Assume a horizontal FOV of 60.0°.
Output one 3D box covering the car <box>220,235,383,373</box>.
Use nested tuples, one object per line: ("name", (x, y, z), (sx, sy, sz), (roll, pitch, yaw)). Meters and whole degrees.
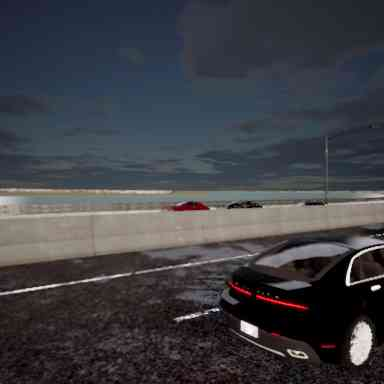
("car", (2.704, 1.498, 5.663), (4.892, 1.490, 1.837), (0, 0, -35))

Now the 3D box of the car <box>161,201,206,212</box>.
("car", (-0.552, 1.502, 29.325), (4.674, 1.442, 1.812), (0, 0, -35))

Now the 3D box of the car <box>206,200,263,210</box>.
("car", (3.898, 1.476, 28.175), (4.892, 1.490, 1.837), (0, 0, -35))

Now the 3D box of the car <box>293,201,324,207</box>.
("car", (9.690, 1.490, 27.961), (4.674, 1.442, 1.812), (0, 0, -35))
